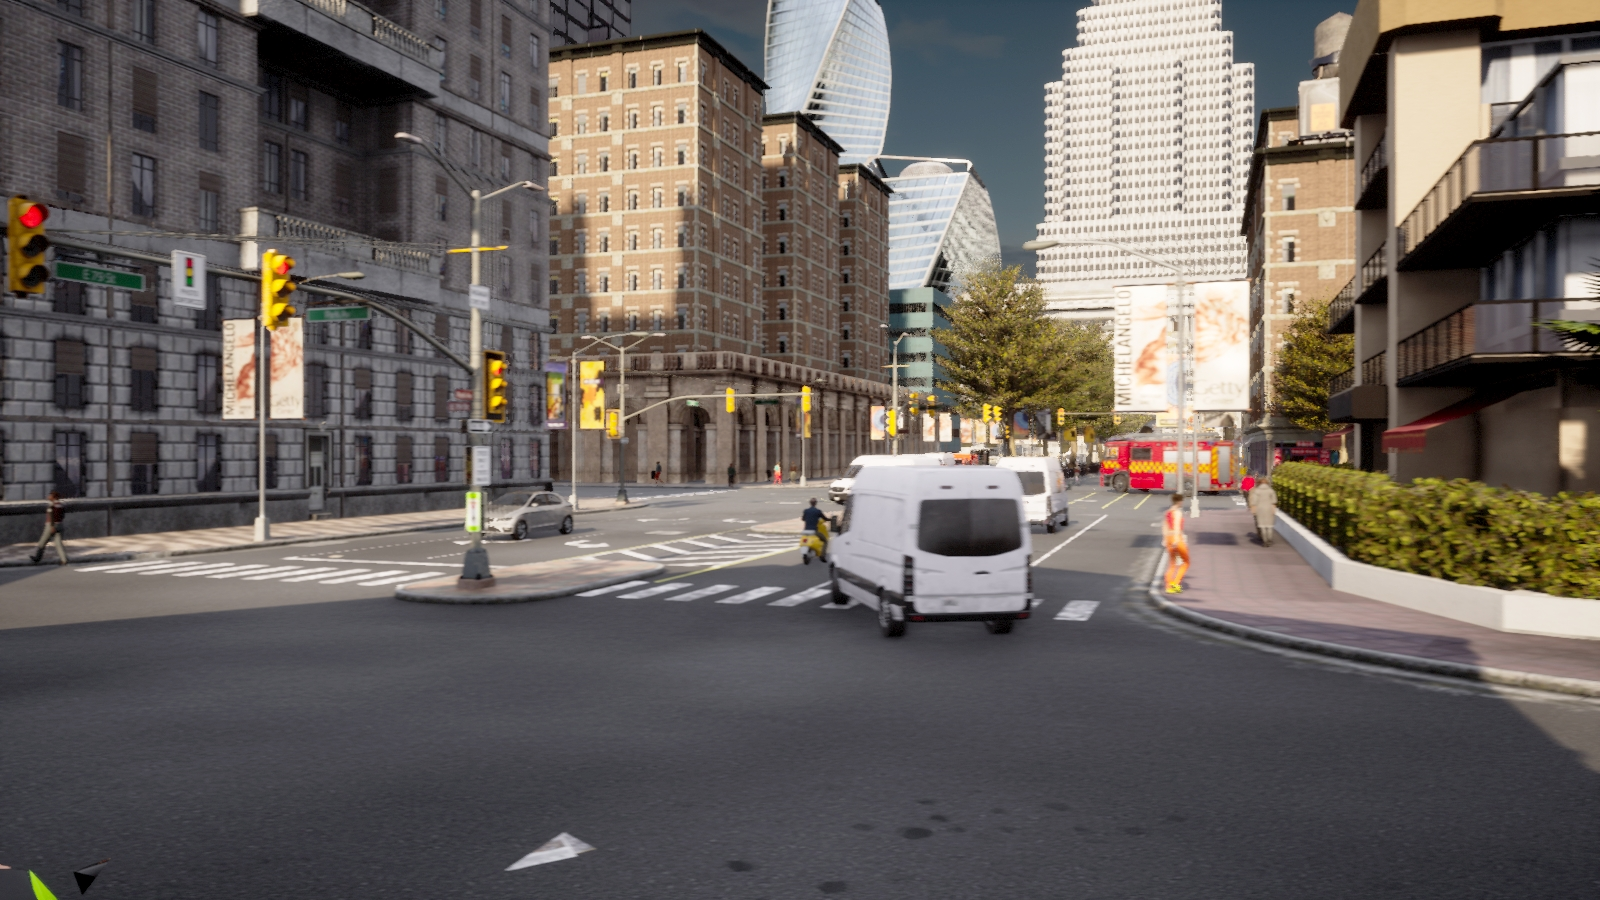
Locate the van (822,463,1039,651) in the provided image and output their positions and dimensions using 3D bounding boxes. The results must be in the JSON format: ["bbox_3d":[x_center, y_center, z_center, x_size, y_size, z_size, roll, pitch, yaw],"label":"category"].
[{"bbox_3d":[1.922,1.534,19.073,1.988,2.561,5.915,0,0,-10],"label":"van"}]

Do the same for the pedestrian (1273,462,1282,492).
[{"bbox_3d":[30.026,1.696,71.869,0.375,1.860,0.375,0,0,-41],"label":"pedestrian"}]

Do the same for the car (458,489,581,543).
[{"bbox_3d":[-8.935,2.066,36.771,1.816,1.474,4.193,0,0,20],"label":"car"}]

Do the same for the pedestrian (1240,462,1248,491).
[{"bbox_3d":[28.596,1.696,73.654,0.375,1.860,0.375,0,0,-1],"label":"pedestrian"}]

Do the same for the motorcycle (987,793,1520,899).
[{"bbox_3d":[1.928,2.213,5.004,2.033,1.145,0.803,0,-3,-6],"label":"motorcycle"}]

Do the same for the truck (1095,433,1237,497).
[{"bbox_3d":[23.003,0.891,72.268,2.891,3.827,8.468,0,0,-37],"label":"truck"}]

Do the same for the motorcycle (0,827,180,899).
[{"bbox_3d":[-3.597,2.213,4.587,2.033,1.145,0.803,0,0,20],"label":"motorcycle"}]

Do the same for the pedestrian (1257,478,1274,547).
[{"bbox_3d":[12.670,1.696,31.083,0.375,1.860,0.375,0,0,14],"label":"pedestrian"}]

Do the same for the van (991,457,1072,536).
[{"bbox_3d":[8.244,1.534,40.307,1.988,2.561,5.915,0,0,19],"label":"van"}]

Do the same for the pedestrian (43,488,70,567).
[{"bbox_3d":[-17.785,1.849,27.332,0.375,1.860,0.375,0,0,16],"label":"pedestrian"}]

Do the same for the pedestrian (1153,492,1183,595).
[{"bbox_3d":[6.725,1.697,20.872,0.375,1.860,0.375,0,0,-18],"label":"pedestrian"}]

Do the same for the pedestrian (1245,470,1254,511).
[{"bbox_3d":[20.397,1.844,51.819,0.375,1.860,0.375,0,0,25],"label":"pedestrian"}]

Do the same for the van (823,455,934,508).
[{"bbox_3d":[4.067,1.534,58.427,5.915,2.561,1.988,0,0,-40],"label":"van"}]

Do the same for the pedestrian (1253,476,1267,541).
[{"bbox_3d":[13.404,1.698,33.278,0.375,1.860,0.375,0,0,20],"label":"pedestrian"}]
